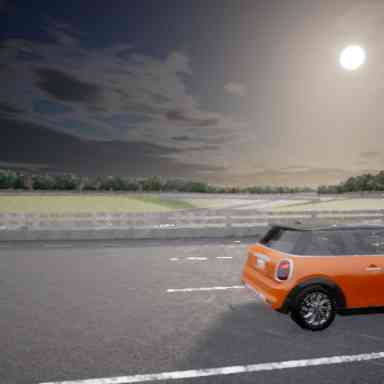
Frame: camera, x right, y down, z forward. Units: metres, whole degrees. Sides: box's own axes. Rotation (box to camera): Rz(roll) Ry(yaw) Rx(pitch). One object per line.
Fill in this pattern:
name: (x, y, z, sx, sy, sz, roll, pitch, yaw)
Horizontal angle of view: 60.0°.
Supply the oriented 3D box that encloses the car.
car: (3.365, 1.360, 6.647, 4.553, 1.767, 2.097, 0, 0, -12)
